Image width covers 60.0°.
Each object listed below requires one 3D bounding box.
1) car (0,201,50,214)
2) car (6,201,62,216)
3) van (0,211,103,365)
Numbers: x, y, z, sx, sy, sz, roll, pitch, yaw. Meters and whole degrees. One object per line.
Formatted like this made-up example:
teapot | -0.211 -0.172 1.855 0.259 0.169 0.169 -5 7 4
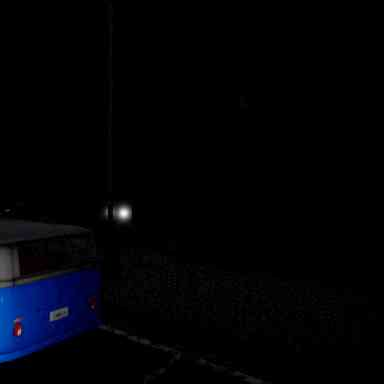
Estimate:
car | -14.671 1.516 29.625 1.812 1.442 4.674 0 0 35
car | -15.856 1.581 33.611 1.895 1.301 4.718 0 0 35
van | -3.224 1.341 5.377 3.998 1.788 1.690 0 0 36
